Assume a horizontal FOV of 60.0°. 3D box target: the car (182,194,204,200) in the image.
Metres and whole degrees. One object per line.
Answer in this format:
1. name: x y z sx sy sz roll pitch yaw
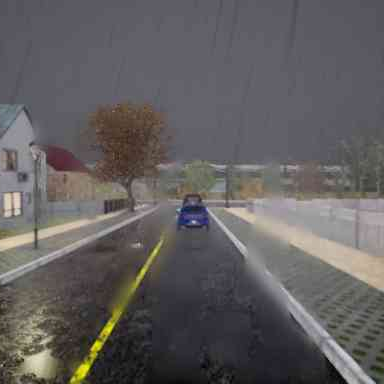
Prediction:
1. car: 0.102 1.224 36.184 2.150 2.045 5.566 0 0 0

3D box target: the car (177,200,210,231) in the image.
1. car: 0.100 1.471 20.461 1.882 1.535 5.008 0 0 0
